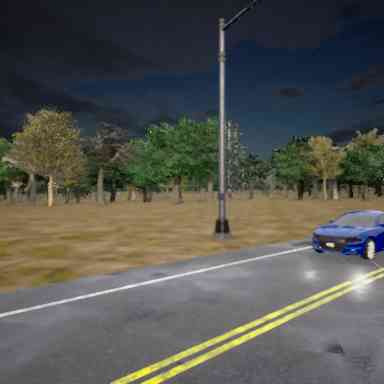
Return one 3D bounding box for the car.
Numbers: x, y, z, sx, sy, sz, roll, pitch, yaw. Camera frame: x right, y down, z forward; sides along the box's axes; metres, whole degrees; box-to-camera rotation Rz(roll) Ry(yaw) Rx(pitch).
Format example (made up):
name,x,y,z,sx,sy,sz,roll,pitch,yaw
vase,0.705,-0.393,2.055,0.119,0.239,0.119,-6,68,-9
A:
name,x,y,z,sx,sy,sz,roll,pitch,yaw
car,6.485,1.450,12.520,5.008,1.535,1.882,0,0,-39
